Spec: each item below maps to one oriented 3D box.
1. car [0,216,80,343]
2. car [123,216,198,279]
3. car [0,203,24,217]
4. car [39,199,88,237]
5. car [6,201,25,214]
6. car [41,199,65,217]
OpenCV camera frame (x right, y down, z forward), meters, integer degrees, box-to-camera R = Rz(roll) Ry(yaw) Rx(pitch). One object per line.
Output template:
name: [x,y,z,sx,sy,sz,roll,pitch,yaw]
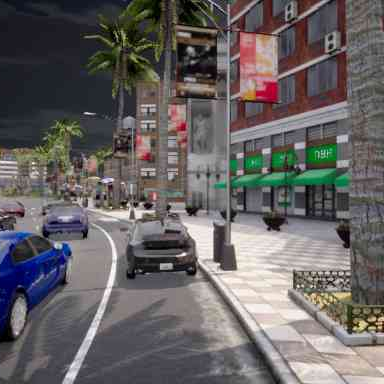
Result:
car: [-3.713,1.475,6.343,1.882,1.535,5.008,0,0,-7]
car: [-1.087,1.504,10.197,1.837,1.490,4.892,0,0,-11]
car: [-9.403,1.484,15.252,2.128,1.511,4.902,0,0,-18]
car: [-6.666,1.346,17.681,2.097,1.767,4.553,0,0,-19]
car: [-16.885,1.550,31.331,1.994,1.385,4.181,0,0,-27]
car: [-13.537,1.493,32.231,1.837,1.490,4.892,0,0,-27]
